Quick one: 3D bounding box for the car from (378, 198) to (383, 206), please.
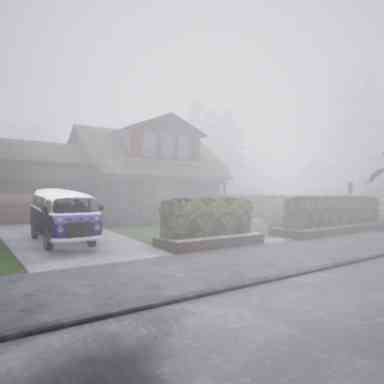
[{"bbox_3d":[24.622,1.083,40.991,3.866,1.878,1.905,0,0,0],"label":"car"}]
